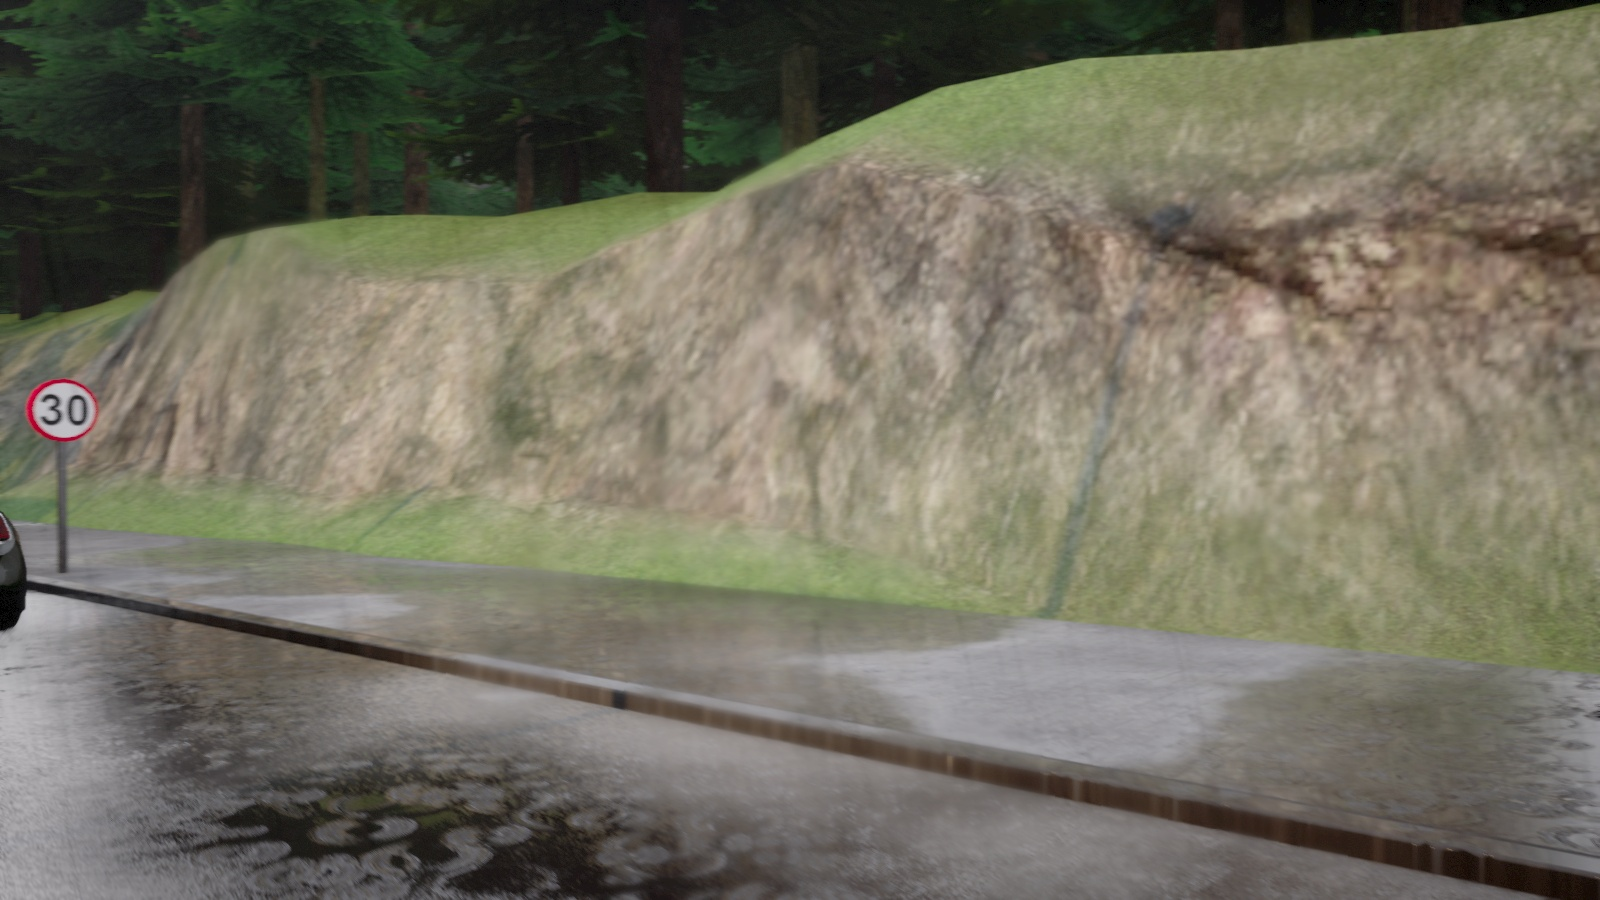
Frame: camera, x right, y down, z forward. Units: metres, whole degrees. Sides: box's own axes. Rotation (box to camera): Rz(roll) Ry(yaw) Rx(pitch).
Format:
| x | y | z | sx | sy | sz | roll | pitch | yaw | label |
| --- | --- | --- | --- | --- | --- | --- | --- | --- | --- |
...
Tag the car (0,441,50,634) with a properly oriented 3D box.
| x | y | z | sx | sy | sz | roll | pitch | yaw | label |
| --- | --- | --- | --- | --- | --- | --- | --- | --- | --- |
| -7.950 | 0.667 | 10.362 | 3.806 | 1.475 | 1.970 | 0 | 0 | 42 | car |
